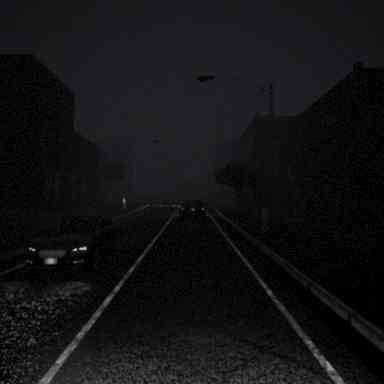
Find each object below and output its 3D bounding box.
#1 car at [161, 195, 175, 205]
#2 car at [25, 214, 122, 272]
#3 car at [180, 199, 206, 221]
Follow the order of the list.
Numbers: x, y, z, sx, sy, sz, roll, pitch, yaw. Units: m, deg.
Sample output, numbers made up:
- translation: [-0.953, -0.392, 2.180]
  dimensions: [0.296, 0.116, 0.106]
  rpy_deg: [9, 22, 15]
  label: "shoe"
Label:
- translation: [-3.646, 1.257, 51.465]
  dimensions: [1.812, 1.442, 4.674]
  rpy_deg: [0, 1, 0]
  label: "car"
- translation: [-3.606, 1.508, 10.940]
  dimensions: [2.128, 1.511, 4.902]
  rpy_deg: [0, 0, 0]
  label: "car"
- translation: [0.072, 1.351, 27.513]
  dimensions: [2.097, 1.767, 4.553]
  rpy_deg: [0, 0, 0]
  label: "car"
